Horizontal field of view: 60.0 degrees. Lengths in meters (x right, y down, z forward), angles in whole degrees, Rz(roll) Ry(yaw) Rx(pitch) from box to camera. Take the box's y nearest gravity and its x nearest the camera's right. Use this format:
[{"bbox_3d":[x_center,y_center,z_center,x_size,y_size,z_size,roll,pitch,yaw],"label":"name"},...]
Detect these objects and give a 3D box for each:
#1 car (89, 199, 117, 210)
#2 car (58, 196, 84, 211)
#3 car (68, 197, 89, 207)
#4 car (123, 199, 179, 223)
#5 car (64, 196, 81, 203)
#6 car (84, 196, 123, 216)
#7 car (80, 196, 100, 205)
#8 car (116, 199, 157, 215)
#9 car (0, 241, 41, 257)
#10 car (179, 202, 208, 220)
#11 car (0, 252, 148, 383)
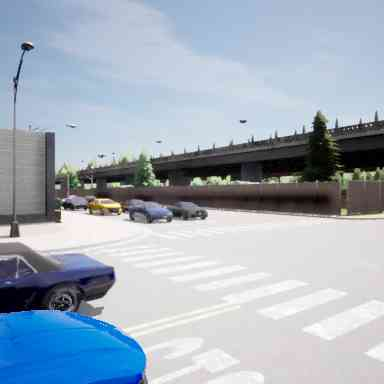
[{"bbox_3d":[-11.476,1.545,42.632,1.895,1.301,4.718,0,0,-35],"label":"car"},{"bbox_3d":[-14.267,1.492,40.499,2.033,1.411,5.357,0,0,-35],"label":"car"},{"bbox_3d":[-17.435,1.470,51.074,1.812,1.442,4.674,0,0,-35],"label":"car"},{"bbox_3d":[-3.204,1.470,25.015,1.812,1.442,4.674,0,0,-36],"label":"car"},{"bbox_3d":[-23.745,1.469,65.951,1.812,1.442,4.674,0,0,-36],"label":"car"},{"bbox_3d":[-8.571,1.422,32.520,1.882,1.535,5.008,0,0,-36],"label":"car"},{"bbox_3d":[-17.819,1.422,57.832,1.882,1.535,5.008,0,0,-36],"label":"car"},{"bbox_3d":[-5.906,1.492,34.822,2.033,1.411,5.357,0,0,-35],"label":"car"},{"bbox_3d":[-3.841,1.601,5.638,4.718,1.301,1.895,0,0,-36],"label":"car"},{"bbox_3d":[-0.541,1.509,27.305,1.994,1.385,4.181,0,0,-36],"label":"car"},{"bbox_3d":[-2.624,1.478,1.902,5.008,1.535,1.882,0,0,-36],"label":"car"}]
